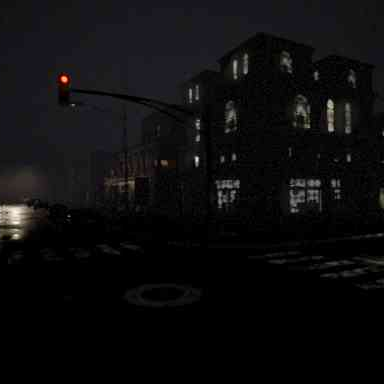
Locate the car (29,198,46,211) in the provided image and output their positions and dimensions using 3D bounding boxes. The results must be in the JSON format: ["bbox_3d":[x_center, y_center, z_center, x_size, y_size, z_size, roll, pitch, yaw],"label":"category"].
[{"bbox_3d":[-20.069,1.756,44.142,2.008,1.369,4.403,0,0,-29],"label":"car"}]

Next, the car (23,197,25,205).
[{"bbox_3d":[-28.159,1.838,58.598,2.008,1.369,4.403,0,0,-29],"label":"car"}]

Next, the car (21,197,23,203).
[{"bbox_3d":[-33.551,1.924,68.235,1.802,1.307,4.206,0,0,-29],"label":"car"}]

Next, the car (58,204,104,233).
[{"bbox_3d":[-6.587,1.640,20.048,1.947,1.339,4.313,0,0,-29],"label":"car"}]

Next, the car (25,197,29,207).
[{"bbox_3d":[-25.462,1.699,53.779,1.967,1.590,4.097,0,0,-29],"label":"car"}]

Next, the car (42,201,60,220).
[{"bbox_3d":[-11.979,1.708,29.684,1.802,1.307,4.206,0,0,-29],"label":"car"}]
